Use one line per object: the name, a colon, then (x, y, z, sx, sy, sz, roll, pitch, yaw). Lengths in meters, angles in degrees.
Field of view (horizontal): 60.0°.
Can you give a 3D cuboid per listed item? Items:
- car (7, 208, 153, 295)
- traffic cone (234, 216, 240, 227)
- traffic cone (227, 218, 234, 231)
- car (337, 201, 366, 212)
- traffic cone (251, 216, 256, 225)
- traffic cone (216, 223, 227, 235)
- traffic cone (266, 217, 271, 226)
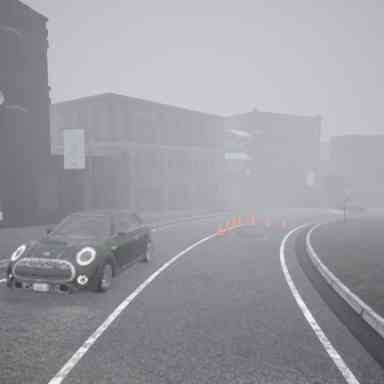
car: (-2.620, 1.305, 8.870, 2.097, 1.767, 4.553, 1, 0, 11)
traffic cone: (2.662, 1.925, 21.142, 0.340, 0.580, 0.340, 2, 1, 17)
traffic cone: (2.062, 1.926, 19.235, 0.340, 0.580, 0.340, 2, 1, 18)
car: (21.587, 1.933, 44.891, 4.181, 1.385, 1.994, 2, 3, -31)
traffic cone: (4.206, 1.958, 22.744, 0.340, 0.580, 0.340, 2, 1, 17)
traffic cone: (1.462, 1.925, 17.327, 0.340, 0.580, 0.340, 2, 0, 17)
traffic cone: (5.160, 1.994, 22.449, 0.340, 0.580, 0.340, 2, 1, 17)
